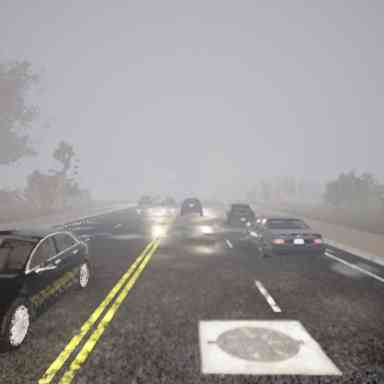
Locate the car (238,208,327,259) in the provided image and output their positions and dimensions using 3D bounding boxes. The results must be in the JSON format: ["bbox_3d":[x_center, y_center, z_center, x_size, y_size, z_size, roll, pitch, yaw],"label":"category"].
[{"bbox_3d":[3.242,1.542,12.594,2.033,1.411,5.357,0,0,0],"label":"car"}]

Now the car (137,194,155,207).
[{"bbox_3d":[-6.529,1.116,47.702,2.097,1.767,4.553,0,0,0],"label":"car"}]

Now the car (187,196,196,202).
[{"bbox_3d":[-0.046,1.513,74.097,1.895,1.301,4.718,0,0,0],"label":"car"}]

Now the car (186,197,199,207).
[{"bbox_3d":[0.068,1.497,52.345,2.033,1.411,5.357,0,0,0],"label":"car"}]

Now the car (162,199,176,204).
[{"bbox_3d":[-3.279,1.226,47.673,1.994,1.385,4.181,0,0,0],"label":"car"}]

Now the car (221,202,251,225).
[{"bbox_3d":[3.236,1.490,23.594,1.837,1.490,4.892,0,0,0],"label":"car"}]

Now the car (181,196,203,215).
[{"bbox_3d":[-0.026,1.328,33.445,2.097,1.767,4.553,0,0,0],"label":"car"}]

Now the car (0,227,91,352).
[{"bbox_3d":[-3.354,1.502,6.207,1.837,1.490,4.892,0,0,0],"label":"car"}]
